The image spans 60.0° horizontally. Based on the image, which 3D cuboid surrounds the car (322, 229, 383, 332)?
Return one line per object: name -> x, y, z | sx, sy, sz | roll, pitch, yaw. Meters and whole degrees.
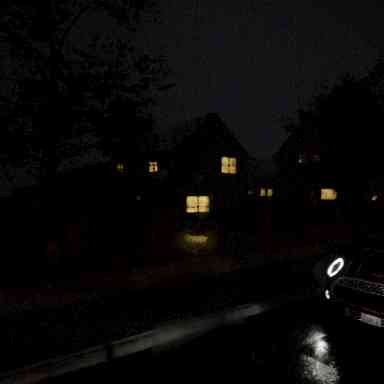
car -> 4.503, 1.306, 6.268 | 4.553, 1.767, 2.097 | 0, 0, -35
